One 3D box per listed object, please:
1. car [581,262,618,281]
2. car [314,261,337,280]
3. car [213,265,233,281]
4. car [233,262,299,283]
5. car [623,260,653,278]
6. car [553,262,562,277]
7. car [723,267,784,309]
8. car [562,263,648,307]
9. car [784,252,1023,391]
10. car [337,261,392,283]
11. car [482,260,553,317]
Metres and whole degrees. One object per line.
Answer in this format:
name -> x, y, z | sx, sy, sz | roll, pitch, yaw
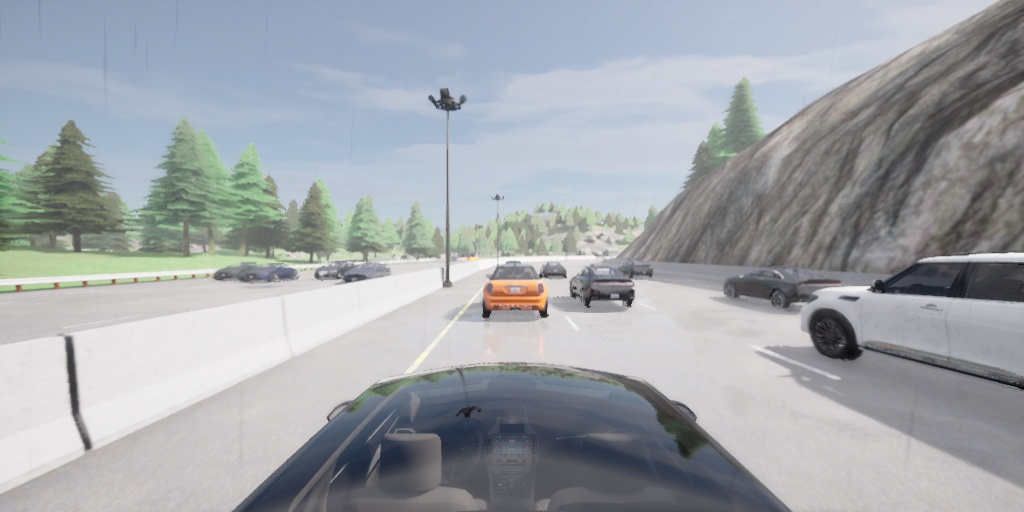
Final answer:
car -> 7.106, 1.229, 29.641 | 1.895, 1.301, 4.718 | 0, 0, 0
car -> -14.082, 1.125, 29.091 | 2.128, 1.511, 4.902 | 0, 0, 0
car -> -21.083, 1.202, 28.179 | 1.994, 1.385, 4.181 | 0, 0, 0
car -> -17.587, 1.210, 26.197 | 1.994, 1.385, 4.181 | 0, 0, 0
car -> 10.608, 1.113, 31.164 | 2.128, 1.511, 4.902 | 0, 0, 0
car -> 3.607, 1.184, 31.716 | 1.994, 1.385, 4.181 | 0, 0, 0
car -> 10.604, 1.185, 14.459 | 2.128, 1.511, 4.902 | 0, 0, 0
car -> 3.604, 1.184, 14.990 | 2.128, 1.511, 4.902 | 0, 0, 0
car -> 7.101, 0.956, 5.078 | 2.150, 2.045, 5.566 | 0, 0, 0
car -> -10.593, 1.190, 26.791 | 2.033, 1.411, 5.357 | 0, 0, 0
car -> 0.104, 1.052, 13.075 | 2.097, 1.767, 4.553 | 0, 0, 0
